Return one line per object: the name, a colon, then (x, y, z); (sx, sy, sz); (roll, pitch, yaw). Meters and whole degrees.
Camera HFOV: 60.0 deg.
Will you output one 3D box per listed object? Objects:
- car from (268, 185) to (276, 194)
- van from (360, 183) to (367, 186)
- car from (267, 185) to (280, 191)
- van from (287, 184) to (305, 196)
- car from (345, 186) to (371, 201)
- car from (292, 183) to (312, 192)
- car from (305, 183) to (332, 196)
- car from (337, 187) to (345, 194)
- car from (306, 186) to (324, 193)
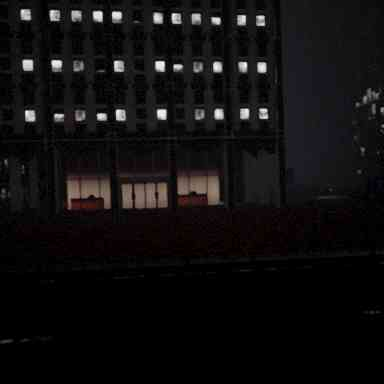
car: (16.348, -0.255, 65.862); (2.008, 1.369, 4.403); (-2, 1, -7)
van: (26.717, -0.402, 49.939); (1.690, 1.788, 3.998); (-2, 1, -7)
car: (21.916, -1.065, 89.430); (2.008, 1.369, 4.403); (-2, 1, -7)
van: (17.717, -0.215, 54.575); (1.690, 1.788, 3.998); (-2, 1, -7)
car: (19.729, 0.381, 37.653); (1.947, 1.339, 4.313); (-2, 1, -7)
car: (23.970, -0.926, 72.502); (2.192, 1.841, 5.009); (-2, 1, -7)
car: (20.522, -0.269, 53.342); (2.097, 1.767, 4.553); (-2, 2, -6)
car: (26.037, -0.285, 55.586); (1.802, 1.307, 4.206); (-2, 1, -7)
car: (24.664, -0.534, 66.868); (1.802, 1.307, 4.206); (-2, 1, -7)
